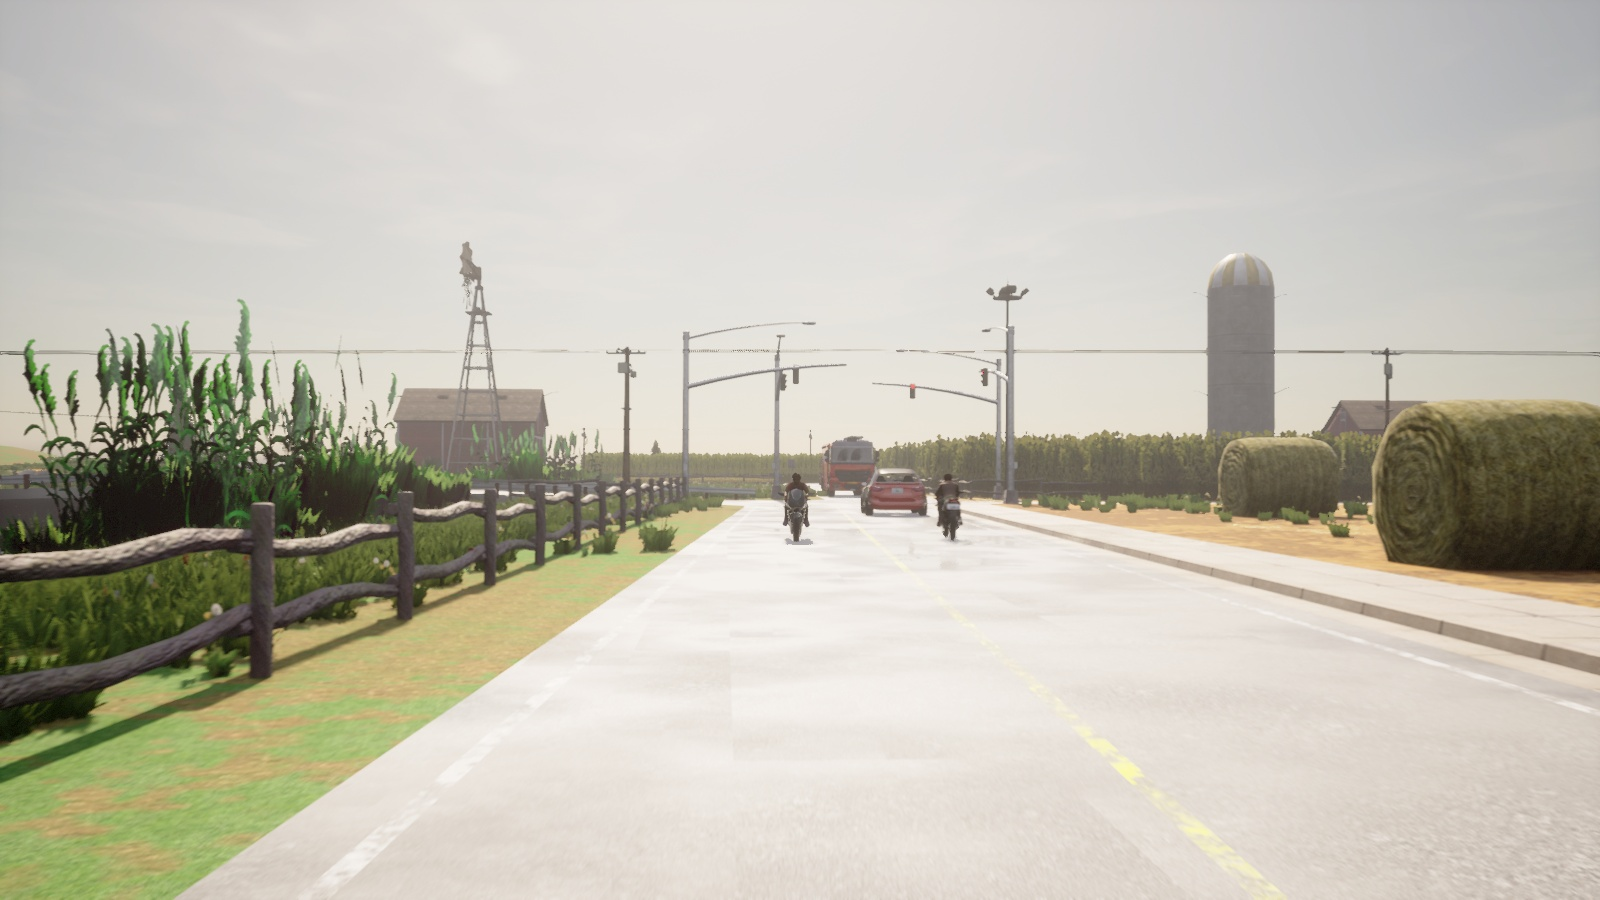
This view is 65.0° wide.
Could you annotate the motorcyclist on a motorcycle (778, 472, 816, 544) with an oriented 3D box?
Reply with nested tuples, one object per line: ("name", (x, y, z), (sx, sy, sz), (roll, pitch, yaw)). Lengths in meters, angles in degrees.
("motorcyclist on a motorcycle", (-0.069, 1.266, 28.031), (0.797, 1.523, 2.044), (0, -1, 0))

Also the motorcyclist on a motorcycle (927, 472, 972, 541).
("motorcyclist on a motorcycle", (3.429, 1.268, 28.975), (0.797, 1.523, 2.044), (0, -1, 0))

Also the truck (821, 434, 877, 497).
("truck", (3.055, 1.027, 80.895), (2.891, 3.827, 8.468), (0, -1, -3))

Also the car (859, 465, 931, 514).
("car", (3.390, 1.413, 45.853), (2.242, 1.667, 4.611), (0, -1, 0))
